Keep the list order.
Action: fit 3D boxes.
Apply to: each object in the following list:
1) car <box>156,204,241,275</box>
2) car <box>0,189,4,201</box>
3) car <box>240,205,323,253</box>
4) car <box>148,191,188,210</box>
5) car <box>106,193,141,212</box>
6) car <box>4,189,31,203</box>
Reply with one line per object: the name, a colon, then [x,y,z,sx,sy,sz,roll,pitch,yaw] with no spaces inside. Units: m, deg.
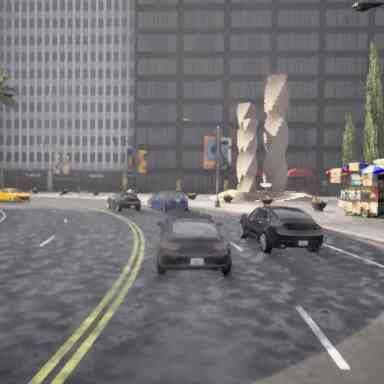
car: [-0.046,1.307,9.613,1.812,1.442,4.674,1,1,-4]
car: [-22.567,0.424,35.149,4.902,1.511,2.128,1,1,32]
car: [3.127,1.260,12.595,1.837,1.490,4.892,1,1,-7]
car: [-2.112,0.691,28.320,2.097,1.767,4.553,0,1,-28]
car: [-5.779,0.811,27.763,1.837,1.490,4.892,1,1,-30]
car: [-20.419,0.376,37.896,5.008,1.535,1.882,2,1,32]
